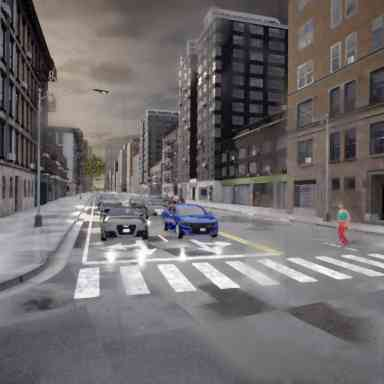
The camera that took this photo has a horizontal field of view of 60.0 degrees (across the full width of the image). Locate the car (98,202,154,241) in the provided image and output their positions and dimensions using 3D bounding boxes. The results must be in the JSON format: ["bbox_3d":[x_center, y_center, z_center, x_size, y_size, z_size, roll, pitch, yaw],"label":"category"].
[{"bbox_3d":[-3.260,1.393,15.599,1.994,1.385,4.181,1,0,-16],"label":"car"}]

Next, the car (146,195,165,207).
[{"bbox_3d":[-5.200,1.162,46.365,1.837,1.490,4.892,1,0,-16],"label":"car"}]

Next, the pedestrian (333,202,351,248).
[{"bbox_3d":[5.851,1.241,12.940,0.375,1.860,0.375,1,0,-16],"label":"pedestrian"}]

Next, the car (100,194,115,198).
[{"bbox_3d":[-8.953,1.022,35.423,2.097,1.767,4.553,1,0,-16],"label":"car"}]

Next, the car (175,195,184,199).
[{"bbox_3d":[-2.166,1.213,47.536,1.812,1.442,4.674,1,0,-15],"label":"car"}]

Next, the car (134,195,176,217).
[{"bbox_3d":[-3.062,1.273,26.658,2.128,1.511,4.902,1,0,-16],"label":"car"}]

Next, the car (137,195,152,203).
[{"bbox_3d":[-8.122,1.169,56.326,1.895,1.301,4.718,1,0,-16],"label":"car"}]

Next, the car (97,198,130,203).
[{"bbox_3d":[-6.110,1.352,25.500,1.895,1.301,4.718,1,0,-16],"label":"car"}]

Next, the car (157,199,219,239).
[{"bbox_3d":[-0.220,1.337,16.797,1.882,1.535,5.008,1,0,-16],"label":"car"}]

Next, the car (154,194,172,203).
[{"bbox_3d":[-4.991,1.149,57.196,2.033,1.411,5.357,1,0,-16],"label":"car"}]

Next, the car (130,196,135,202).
[{"bbox_3d":[-5.893,1.205,36.529,1.837,1.490,4.892,1,0,-16],"label":"car"}]
